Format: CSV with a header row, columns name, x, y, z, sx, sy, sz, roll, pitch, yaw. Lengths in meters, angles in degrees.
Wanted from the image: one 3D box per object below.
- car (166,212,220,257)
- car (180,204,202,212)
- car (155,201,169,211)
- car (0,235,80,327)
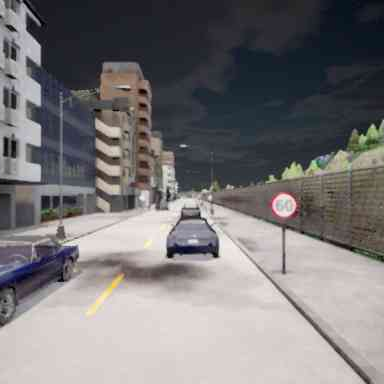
name,x,y,z,sx,sy,sz,roll,pitch,yaw
car,0.025,1.715,13.613,1.994,1.385,4.181,0,-1,0
car,-0.099,1.837,31.304,2.128,1.511,4.902,0,-1,0
car,-4.381,2.064,49.166,1.837,1.490,4.892,0,0,0
car,-4.132,1.700,7.333,1.895,1.301,4.718,0,-1,0
